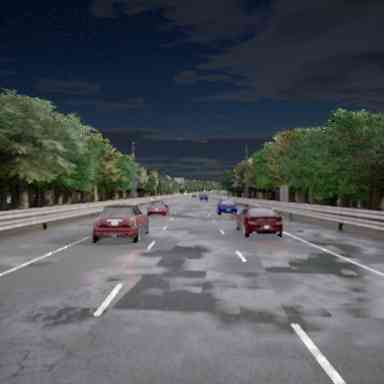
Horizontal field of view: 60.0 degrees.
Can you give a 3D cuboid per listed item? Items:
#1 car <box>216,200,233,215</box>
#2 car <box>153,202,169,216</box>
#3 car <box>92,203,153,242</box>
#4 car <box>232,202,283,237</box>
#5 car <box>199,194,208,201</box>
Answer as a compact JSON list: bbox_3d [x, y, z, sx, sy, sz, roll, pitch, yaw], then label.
[{"bbox_3d":[3.589,1.593,35.033,1.882,1.535,5.008,0,0,0],"label":"car"},{"bbox_3d":[-3.410,1.676,34.139,1.994,1.385,4.181,0,0,0],"label":"car"},{"bbox_3d":[-3.405,1.407,16.733,2.097,1.767,4.553,0,0,0],"label":"car"},{"bbox_3d":[3.595,1.537,18.442,1.882,1.535,5.008,0,0,0],"label":"car"},{"bbox_3d":[3.474,1.532,93.800,2.150,2.045,5.566,0,0,0],"label":"car"}]
